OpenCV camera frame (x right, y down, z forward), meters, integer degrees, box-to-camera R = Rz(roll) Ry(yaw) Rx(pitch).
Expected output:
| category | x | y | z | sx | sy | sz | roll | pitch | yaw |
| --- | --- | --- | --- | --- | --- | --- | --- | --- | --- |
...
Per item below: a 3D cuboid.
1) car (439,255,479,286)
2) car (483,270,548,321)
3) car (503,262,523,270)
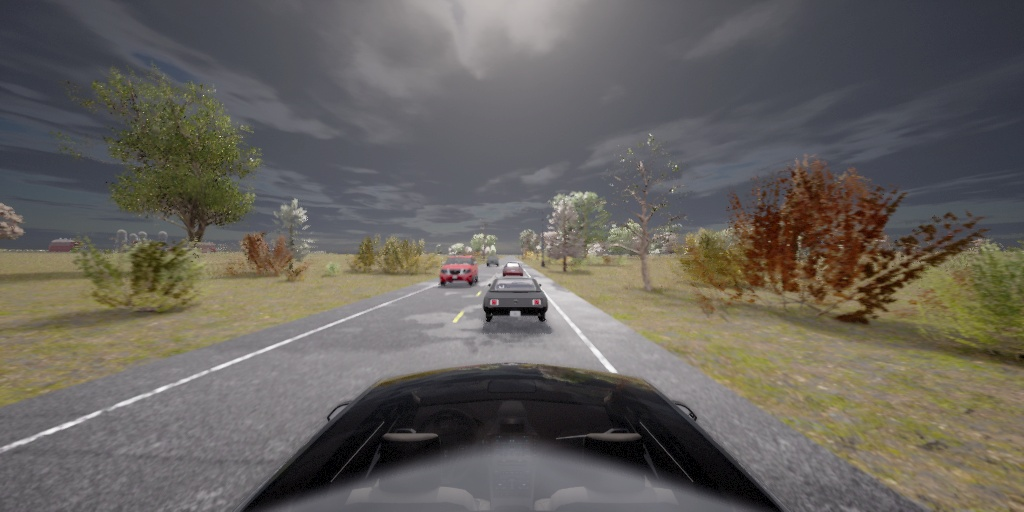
| category | x | y | z | sx | sy | sz | roll | pitch | yaw |
| --- | --- | --- | --- | --- | --- | --- | --- | --- | --- |
| car | -3.604 | 0.969 | 25.322 | 2.150 | 2.045 | 5.566 | 0 | 0 | 0 |
| car | 0.100 | 1.350 | 12.422 | 1.895 | 1.301 | 4.718 | 0 | 0 | 0 |
| car | 0.094 | 1.309 | 34.911 | 1.994 | 1.385 | 4.181 | 0 | 0 | 0 |
